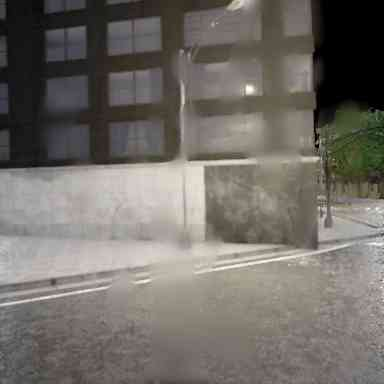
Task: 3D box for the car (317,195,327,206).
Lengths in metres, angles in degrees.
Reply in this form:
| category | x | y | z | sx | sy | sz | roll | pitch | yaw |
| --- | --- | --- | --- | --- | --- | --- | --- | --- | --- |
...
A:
| category | x | y | z | sx | sy | sz | roll | pitch | yaw |
| --- | --- | --- | --- | --- | --- | --- | --- | --- | --- |
| car | 19.162 | 1.427 | 49.993 | 1.895 | 1.301 | 4.718 | -1 | 0 | 10 |

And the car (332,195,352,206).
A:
| category | x | y | z | sx | sy | sz | roll | pitch | yaw |
| --- | --- | --- | --- | --- | --- | --- | --- | --- | --- |
| car | 22.418 | 1.263 | 49.768 | 1.837 | 1.490 | 4.892 | -1 | 0 | 10 |

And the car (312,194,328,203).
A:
| category | x | y | z | sx | sy | sz | roll | pitch | yaw |
| --- | --- | --- | --- | --- | --- | --- | --- | --- | --- |
| car | 24.890 | 1.237 | 64.798 | 1.812 | 1.442 | 4.674 | -1 | 0 | 9 |
